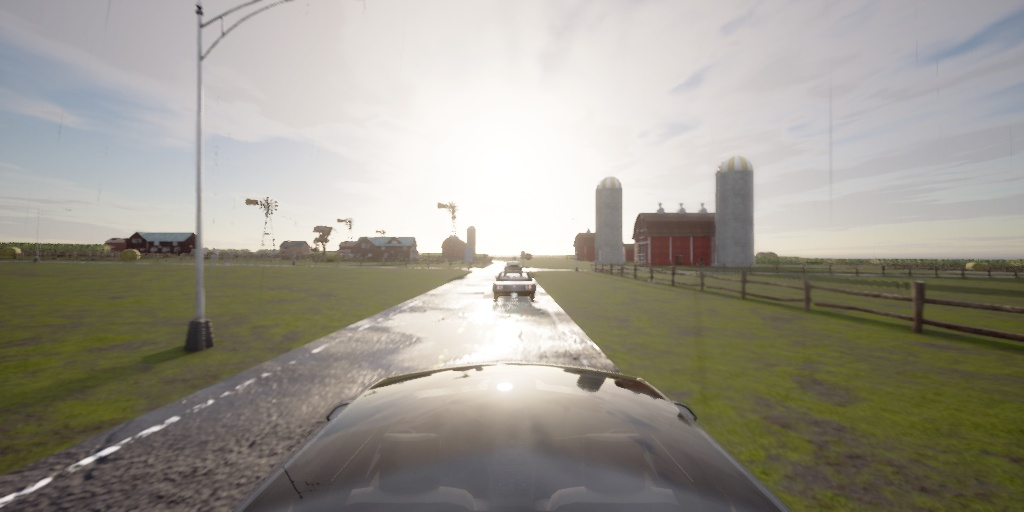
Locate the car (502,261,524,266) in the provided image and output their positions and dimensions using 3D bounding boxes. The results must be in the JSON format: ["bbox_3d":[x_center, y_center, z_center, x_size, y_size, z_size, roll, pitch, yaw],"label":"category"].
[{"bbox_3d":[0.102,1.246,35.158,1.837,1.490,4.892,0,0,0],"label":"car"}]

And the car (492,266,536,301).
[{"bbox_3d":[0.098,1.345,17.270,1.895,1.301,4.718,0,0,0],"label":"car"}]
